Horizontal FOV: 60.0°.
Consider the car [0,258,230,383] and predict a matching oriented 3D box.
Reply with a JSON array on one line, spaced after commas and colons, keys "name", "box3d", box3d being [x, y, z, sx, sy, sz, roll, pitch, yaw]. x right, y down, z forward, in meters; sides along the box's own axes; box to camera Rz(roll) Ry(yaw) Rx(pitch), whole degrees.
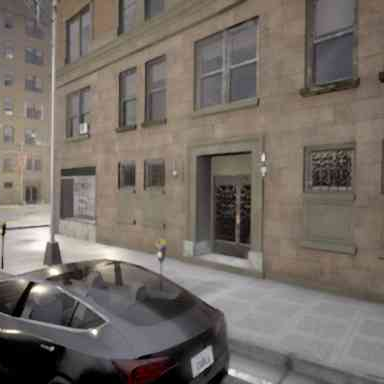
[{"name": "car", "box3d": [-1.596, 1.549, 4.209, 4.313, 1.339, 1.947, 0, 1, 35]}]
